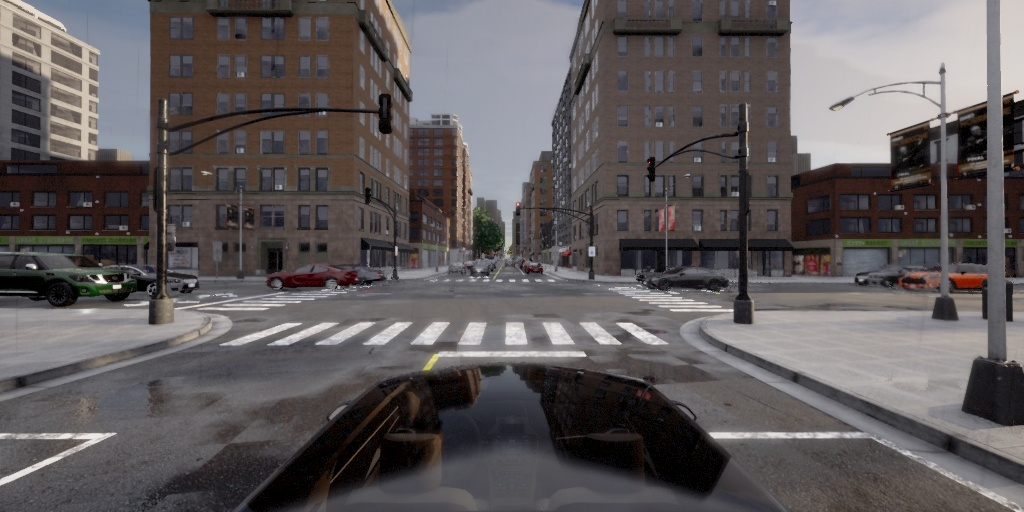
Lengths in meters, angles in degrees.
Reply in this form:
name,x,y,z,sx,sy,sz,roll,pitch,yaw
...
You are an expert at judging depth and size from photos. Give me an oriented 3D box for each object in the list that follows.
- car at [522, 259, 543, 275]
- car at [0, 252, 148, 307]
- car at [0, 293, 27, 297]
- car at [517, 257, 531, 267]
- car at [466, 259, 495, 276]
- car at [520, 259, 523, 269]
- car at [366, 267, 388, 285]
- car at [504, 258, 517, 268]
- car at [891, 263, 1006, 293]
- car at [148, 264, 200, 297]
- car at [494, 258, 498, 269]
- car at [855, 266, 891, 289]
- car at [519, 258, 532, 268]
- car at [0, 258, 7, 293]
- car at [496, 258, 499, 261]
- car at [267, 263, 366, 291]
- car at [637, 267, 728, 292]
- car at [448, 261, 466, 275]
name,x,y,z,sx,sy,sz,roll,pitch,yaw
car,2.475,1.325,39.985,1.888,1.381,4.507,0,0,-1
car,-18.469,0.858,14.268,5.566,2.045,2.150,0,0,0
car,-5.856,1.190,1.534,1.967,1.591,4.097,0,0,0
car,2.292,1.129,56.505,2.192,1.841,5.009,0,0,-1
car,-3.255,1.268,37.638,2.128,1.511,4.902,0,0,0
car,2.414,1.355,45.492,1.948,1.339,4.313,0,0,-1
car,-11.316,1.295,24.263,5.357,1.411,2.033,0,0,0
car,-0.377,1.330,65.502,2.128,1.511,4.902,0,0,-1
car,26.023,1.238,21.296,4.553,1.767,2.097,0,0,0
car,-18.119,1.156,17.513,4.902,1.511,2.128,0,0,-1
car,-3.360,1.340,47.443,2.033,1.411,5.357,0,0,-1
car,26.377,1.405,24.547,4.902,1.511,2.128,0,0,0
car,2.351,1.326,51.168,1.751,1.417,4.829,0,0,-1
car,-28.377,0.978,17.445,4.553,1.767,2.097,0,0,-1
car,-3.467,1.322,57.824,1.837,1.490,4.892,0,0,0
car,-11.576,1.198,21.016,5.008,1.535,1.882,0,0,0
car,10.195,1.340,21.178,4.674,1.442,1.812,0,0,0
car,-6.050,1.330,39.895,2.007,1.370,4.403,0,0,-1
